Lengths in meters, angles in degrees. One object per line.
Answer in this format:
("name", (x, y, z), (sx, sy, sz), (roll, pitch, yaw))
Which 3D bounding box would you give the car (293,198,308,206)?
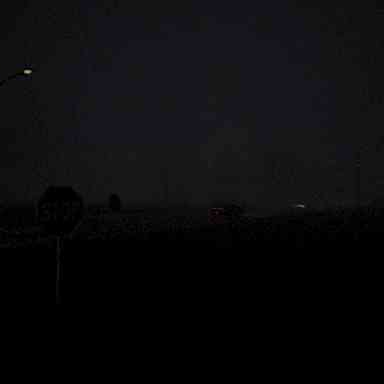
("car", (24.743, 2.162, 75.663), (2.097, 1.767, 4.553), (1, 0, 36))

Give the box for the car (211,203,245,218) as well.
("car", (3.879, 1.872, 34.864), (2.128, 1.511, 4.902), (1, 0, 36))
